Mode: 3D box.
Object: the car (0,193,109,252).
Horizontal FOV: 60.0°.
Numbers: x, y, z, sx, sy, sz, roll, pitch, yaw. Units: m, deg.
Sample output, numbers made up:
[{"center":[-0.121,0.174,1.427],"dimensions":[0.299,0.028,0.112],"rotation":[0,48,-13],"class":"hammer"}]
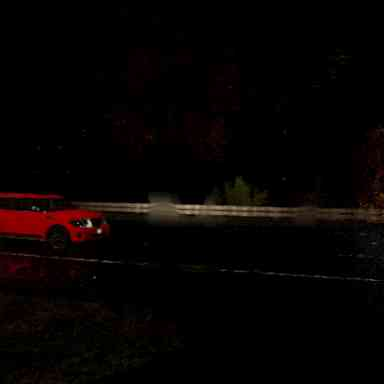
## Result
[{"center":[-6.109,1.072,13.316],"dimensions":[5.566,2.045,2.150],"rotation":[1,0,17],"class":"car"}]
